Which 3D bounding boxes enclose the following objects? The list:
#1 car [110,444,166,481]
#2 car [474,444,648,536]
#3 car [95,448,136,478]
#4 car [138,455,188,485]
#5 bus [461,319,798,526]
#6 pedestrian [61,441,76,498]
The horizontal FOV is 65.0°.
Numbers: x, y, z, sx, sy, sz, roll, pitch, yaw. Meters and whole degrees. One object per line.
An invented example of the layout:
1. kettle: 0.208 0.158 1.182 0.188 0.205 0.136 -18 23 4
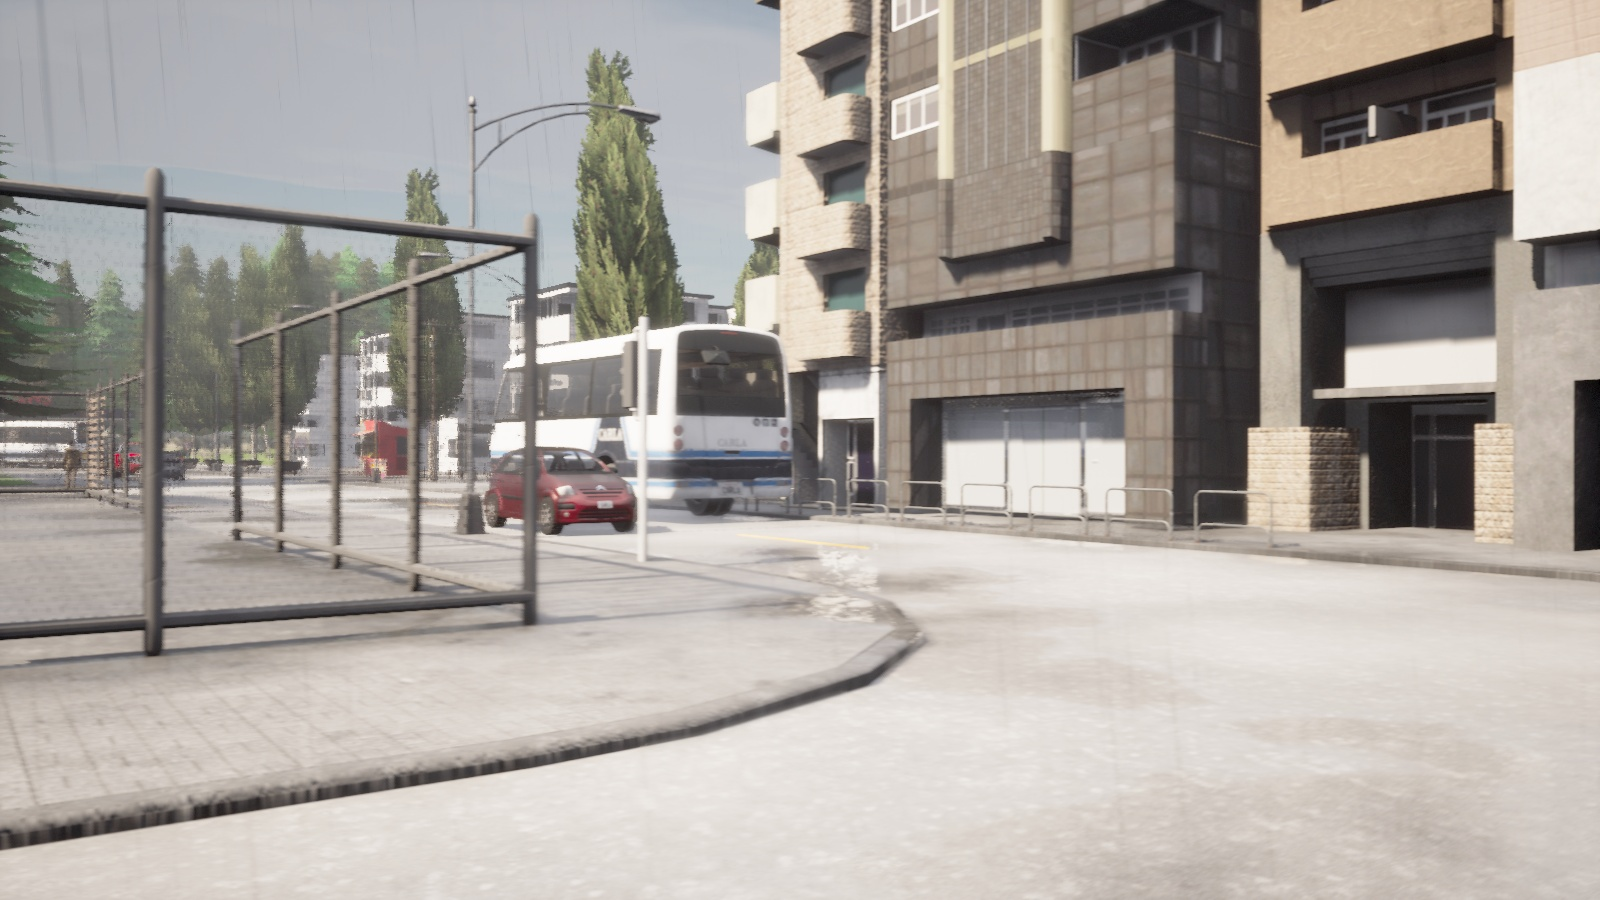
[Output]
1. car: -37.978 0.723 71.985 2.150 2.045 5.566 0 0 -35
2. car: -4.687 0.713 24.202 1.851 1.617 3.988 0 0 -35
3. car: -43.939 0.833 80.573 1.905 1.878 3.866 0 0 -35
4. car: -32.694 0.987 64.422 1.845 1.501 3.633 0 0 -34
5. bus: -4.630 -0.544 31.126 3.944 4.253 10.273 0 0 -35
6. pedestrian: -25.310 0.672 43.434 0.396 1.930 0.692 0 0 -35
